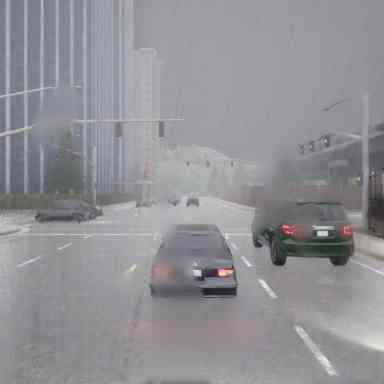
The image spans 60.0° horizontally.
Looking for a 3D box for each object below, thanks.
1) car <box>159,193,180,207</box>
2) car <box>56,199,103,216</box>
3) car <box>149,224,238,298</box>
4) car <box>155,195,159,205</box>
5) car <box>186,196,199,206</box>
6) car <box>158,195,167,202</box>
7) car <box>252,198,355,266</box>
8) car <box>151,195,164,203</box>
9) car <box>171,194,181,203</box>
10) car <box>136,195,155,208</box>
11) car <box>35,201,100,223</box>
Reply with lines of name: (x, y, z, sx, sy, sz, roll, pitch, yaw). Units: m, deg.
car: (-3.570, 1.221, 52.869, 2.150, 2.045, 5.566, 0, 0, 0)
car: (-10.194, 1.392, 29.315, 4.553, 1.767, 2.097, 0, 0, -11)
car: (0.058, 1.547, 8.683, 2.033, 1.411, 5.357, 0, 0, 1)
car: (-7.059, 1.352, 58.134, 2.097, 1.767, 4.553, 0, 0, 0)
car: (0.119, 1.504, 54.098, 1.837, 1.490, 4.892, 0, 0, 0)
car: (-6.974, 1.516, 78.309, 1.812, 1.442, 4.674, 0, 0, 0)
car: (3.575, 1.221, 11.716, 2.150, 2.045, 5.566, 0, 0, 1)
car: (-6.990, 1.491, 68.071, 2.128, 1.511, 4.902, 0, 0, 0)
car: (-3.475, 1.355, 72.598, 2.097, 1.767, 4.553, 0, 0, 0)
car: (-7.075, 1.504, 48.942, 1.837, 1.490, 4.892, 0, 0, 0)
car: (-9.477, 1.597, 25.037, 4.181, 1.385, 1.994, 0, 0, 0)
